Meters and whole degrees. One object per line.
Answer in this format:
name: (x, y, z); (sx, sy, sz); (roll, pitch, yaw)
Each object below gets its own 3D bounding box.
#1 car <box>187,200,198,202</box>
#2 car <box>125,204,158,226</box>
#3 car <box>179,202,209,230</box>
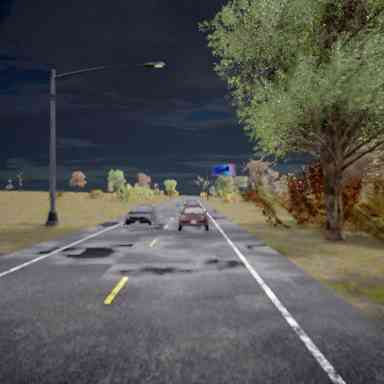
car: (0.095, 1.694, 40.623); (2.033, 1.411, 5.357); (0, 0, 0)
car: (-3.604, 1.635, 24.650); (2.033, 1.411, 5.357); (0, 0, 0)
car: (0.098, 1.603, 21.709); (1.812, 1.442, 4.674); (0, 0, 0)
